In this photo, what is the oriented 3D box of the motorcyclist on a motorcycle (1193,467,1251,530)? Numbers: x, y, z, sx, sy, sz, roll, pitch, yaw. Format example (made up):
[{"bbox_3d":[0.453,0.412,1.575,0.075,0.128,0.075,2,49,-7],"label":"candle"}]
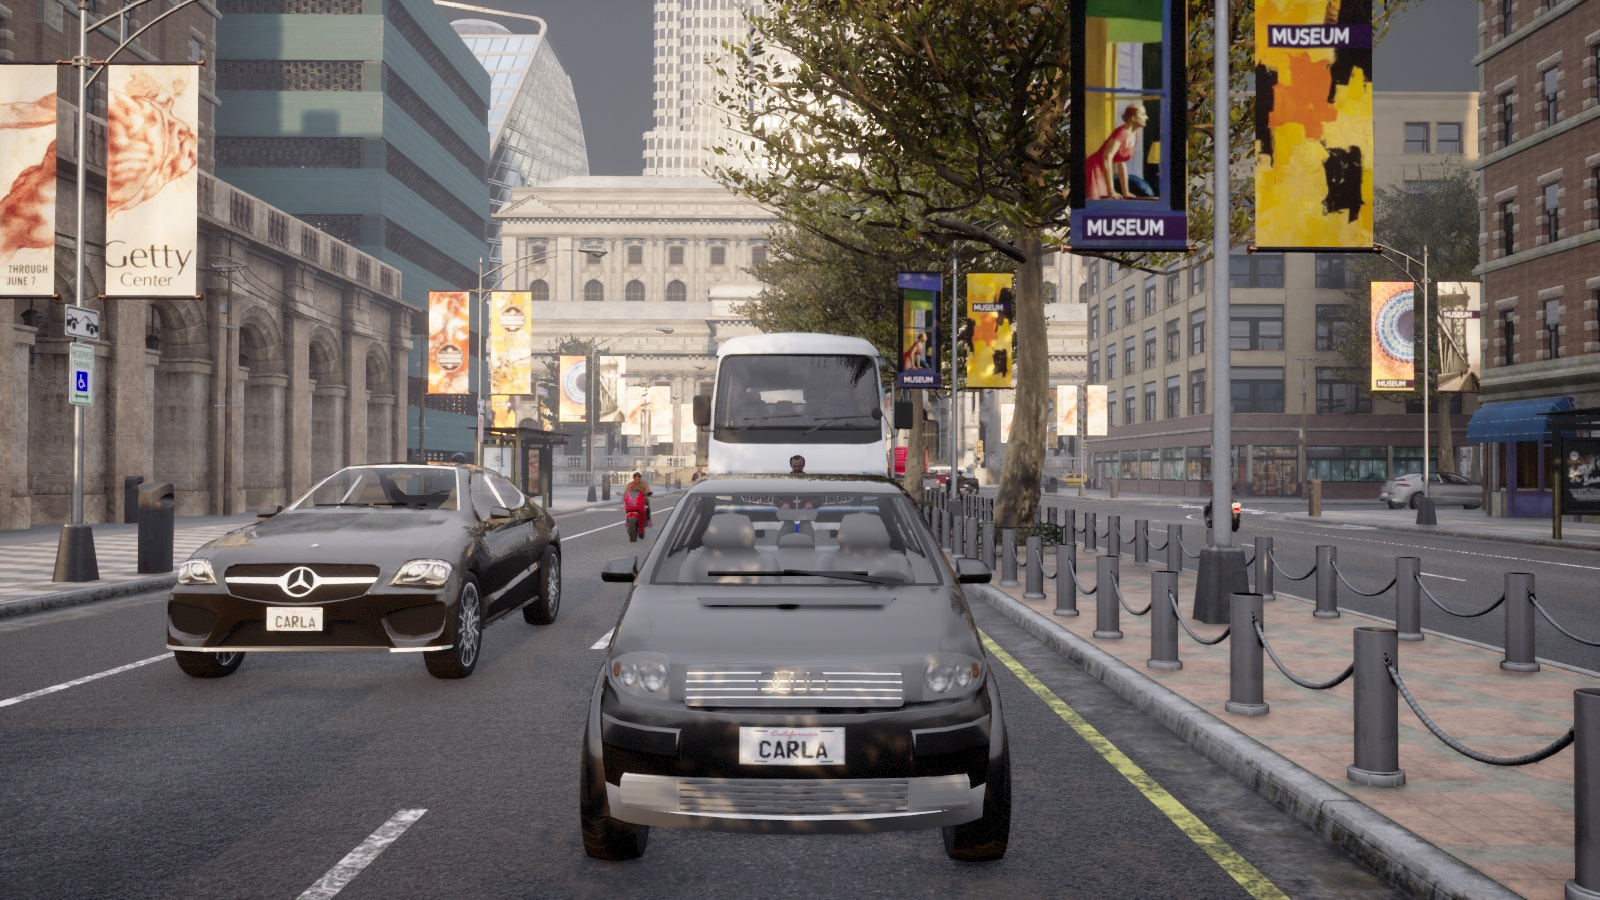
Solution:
[{"bbox_3d":[11.442,1.291,34.121,0.766,1.649,2.350,0,-1,0],"label":"motorcyclist on a motorcycle"}]

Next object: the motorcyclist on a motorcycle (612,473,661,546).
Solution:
[{"bbox_3d":[-3.546,1.270,27.414,0.797,1.523,2.044,0,-1,0],"label":"motorcyclist on a motorcycle"}]

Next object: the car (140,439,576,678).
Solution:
[{"bbox_3d":[-3.521,0.796,11.253,2.152,1.651,5.027,0,-1,0],"label":"car"}]

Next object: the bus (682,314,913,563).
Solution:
[{"bbox_3d":[-0.050,-0.115,26.671,3.944,4.253,10.273,0,-1,0],"label":"bus"}]

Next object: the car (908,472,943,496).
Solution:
[{"bbox_3d":[7.865,2.123,79.165,1.845,1.501,3.633,0,-1,0],"label":"car"}]

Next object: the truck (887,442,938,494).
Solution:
[{"bbox_3d":[7.820,1.282,88.391,2.891,3.462,7.936,0,-1,0],"label":"truck"}]

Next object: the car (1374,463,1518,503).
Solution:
[{"bbox_3d":[27.344,1.376,53.258,5.027,1.651,2.152,0,-1,-2],"label":"car"}]

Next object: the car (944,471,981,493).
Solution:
[{"bbox_3d":[11.302,2.213,87.519,1.882,1.535,5.008,0,-1,0],"label":"car"}]

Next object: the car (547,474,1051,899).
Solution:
[{"bbox_3d":[-0.010,0.899,6.324,1.789,1.549,3.705,0,-1,0],"label":"car"}]
